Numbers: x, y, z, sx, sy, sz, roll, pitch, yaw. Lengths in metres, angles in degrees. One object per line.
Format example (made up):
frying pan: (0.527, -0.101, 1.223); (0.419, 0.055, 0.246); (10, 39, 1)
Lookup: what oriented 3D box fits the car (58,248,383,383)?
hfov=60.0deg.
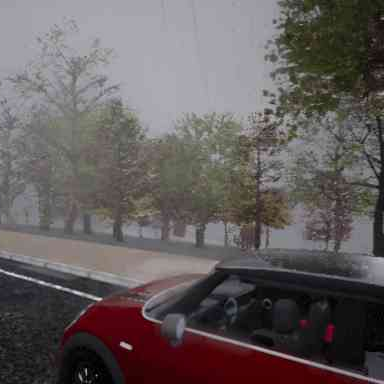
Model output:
car: (0.777, 1.349, 3.130); (4.553, 1.767, 2.097); (0, 0, 35)
